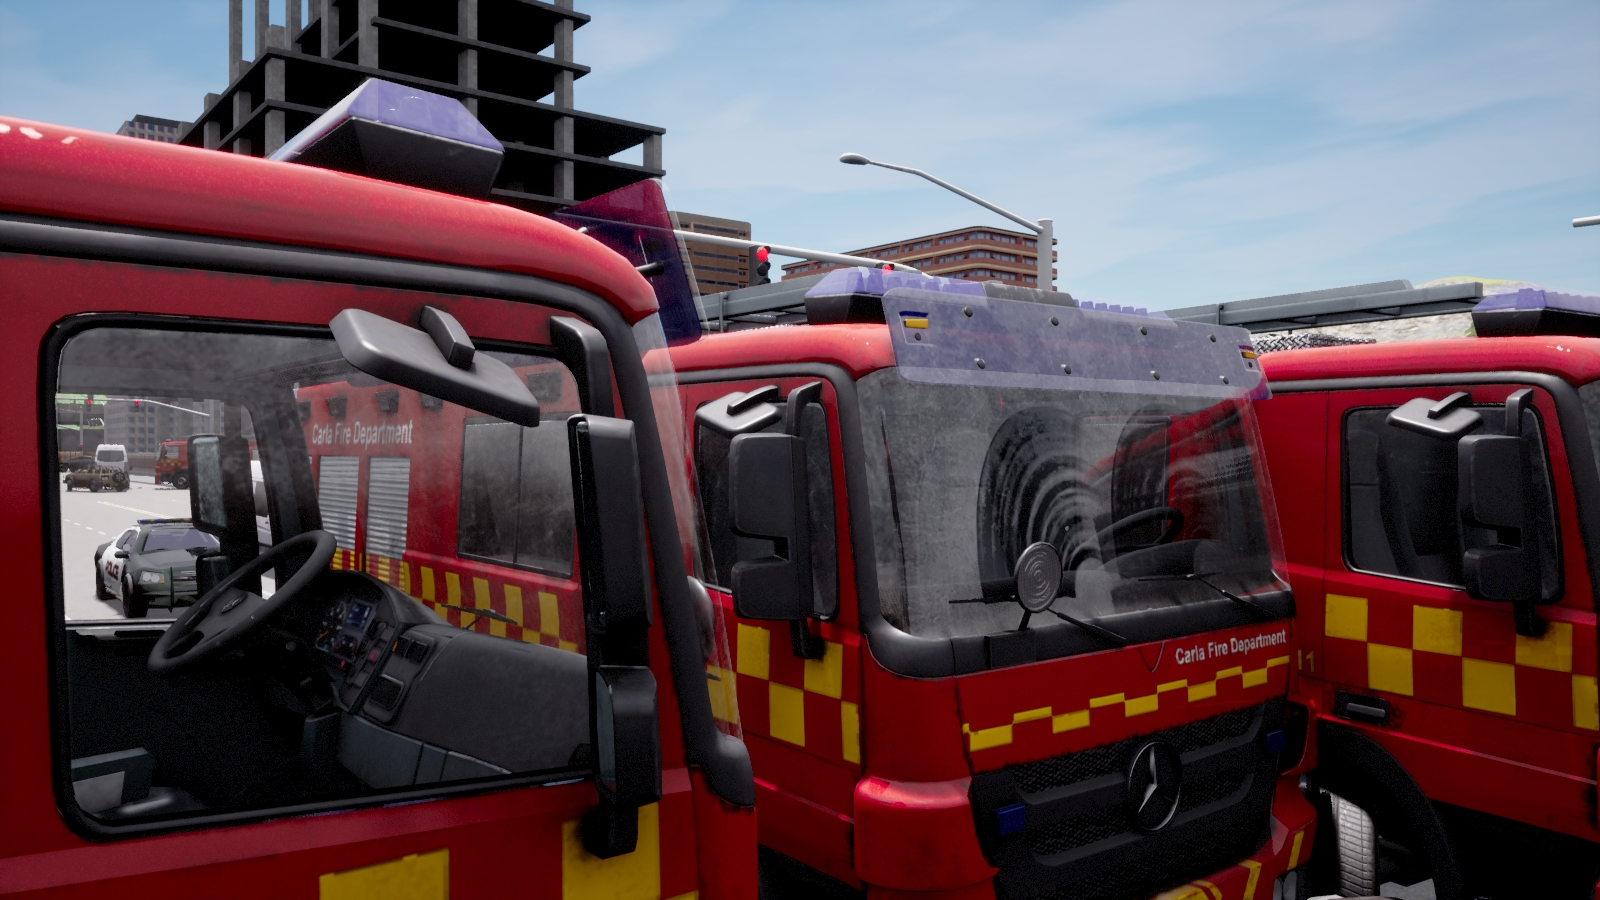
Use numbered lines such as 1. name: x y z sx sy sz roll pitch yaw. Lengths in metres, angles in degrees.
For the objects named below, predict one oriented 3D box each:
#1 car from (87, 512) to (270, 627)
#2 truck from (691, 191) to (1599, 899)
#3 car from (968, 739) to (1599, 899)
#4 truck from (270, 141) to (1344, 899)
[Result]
1. car: -11.386 2.037 20.746 2.038 1.542 4.974 0 0 -39
2. truck: 2.348 0.890 8.605 2.891 3.827 8.468 0 0 -31
3. car: 2.437 2.065 3.109 1.970 1.475 3.806 0 0 -30
4. truck: -1.099 0.890 8.003 2.891 3.827 8.468 0 0 -38
